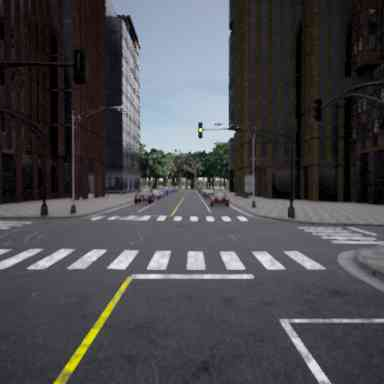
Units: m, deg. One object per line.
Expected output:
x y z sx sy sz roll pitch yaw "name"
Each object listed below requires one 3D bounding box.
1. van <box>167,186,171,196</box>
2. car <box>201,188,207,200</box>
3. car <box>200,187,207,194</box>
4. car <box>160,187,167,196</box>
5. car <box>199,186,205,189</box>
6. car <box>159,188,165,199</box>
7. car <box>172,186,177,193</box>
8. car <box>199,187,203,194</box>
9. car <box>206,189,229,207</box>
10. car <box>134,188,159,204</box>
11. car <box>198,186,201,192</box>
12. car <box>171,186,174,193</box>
-5.696 -0.127 67.633 1.690 1.788 3.998 0 1 0 "van"
2.813 0.432 51.319 2.008 1.369 4.403 0 1 0 "car"
2.819 0.309 56.756 1.887 1.381 4.507 0 1 0 "car"
-5.707 0.294 56.594 1.752 1.417 4.829 0 1 0 "car"
2.830 0.053 67.798 1.752 1.417 4.829 0 1 0 "car"
-5.712 0.464 51.329 1.802 1.307 4.206 0 1 0 "car"
-5.674 -0.365 89.383 1.947 1.339 4.313 0 1 0 "car"
2.824 0.192 62.192 1.887 1.381 4.507 0 1 0 "car"
2.797 0.673 35.008 1.967 1.590 4.097 0 1 0 "car"
-5.723 0.431 40.450 2.192 1.841 5.009 0 1 0 "car"
2.840 -0.179 78.670 1.752 1.417 4.829 0 1 0 "car"
-5.691 -0.033 73.074 2.008 1.369 4.403 0 1 0 "car"
